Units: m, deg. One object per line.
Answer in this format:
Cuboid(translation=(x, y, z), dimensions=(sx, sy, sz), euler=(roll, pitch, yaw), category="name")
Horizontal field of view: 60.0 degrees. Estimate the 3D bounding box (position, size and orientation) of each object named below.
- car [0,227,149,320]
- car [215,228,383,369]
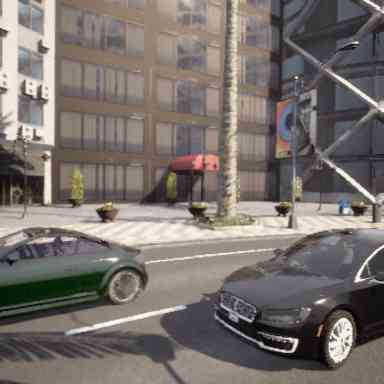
Cuboid(translation=(-2.910, 1.380, 6.099), dimensions=(4.181, 1.385, 1.994), euler=(0, 1, -34), category="car")
Cuboid(translation=(2.679, 1.417, 5.578), dimensions=(4.892, 1.490, 1.837), euler=(0, 1, -29), category="car")
